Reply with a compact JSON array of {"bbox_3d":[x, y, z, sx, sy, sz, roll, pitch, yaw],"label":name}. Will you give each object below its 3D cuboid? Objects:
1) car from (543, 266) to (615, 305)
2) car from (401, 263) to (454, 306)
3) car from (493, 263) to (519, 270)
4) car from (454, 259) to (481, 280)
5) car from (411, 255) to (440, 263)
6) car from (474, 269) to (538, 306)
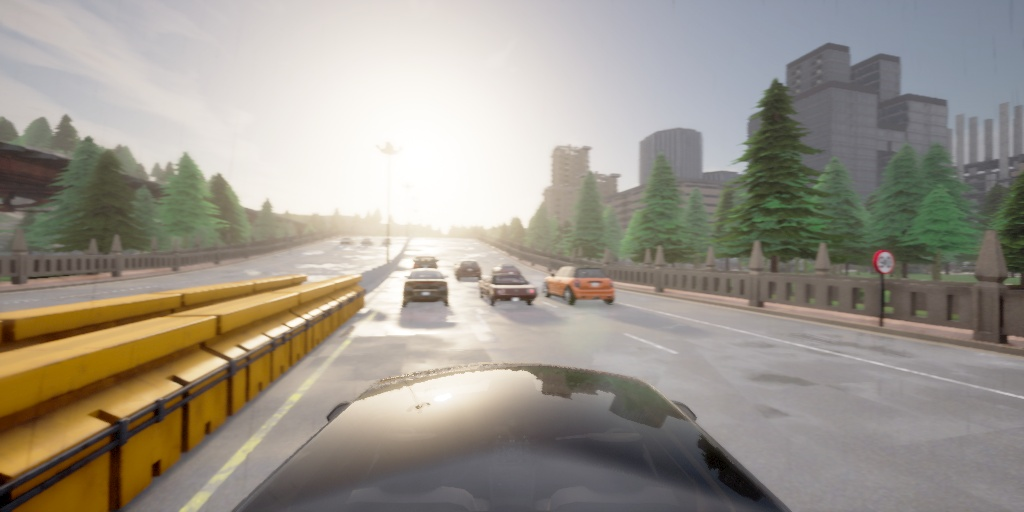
[{"bbox_3d":[3.045,1.258,17.325,2.097,1.767,4.553,1,-1,-13],"label":"car"},{"bbox_3d":[-3.857,1.286,16.092,1.882,1.535,5.008,1,0,-13],"label":"car"},{"bbox_3d":[-0.557,1.320,32.126,1.994,1.385,4.181,1,2,-14],"label":"car"},{"bbox_3d":[-3.906,1.061,31.093,2.097,1.767,4.553,1,2,-14],"label":"car"},{"bbox_3d":[-7.286,0.878,30.187,2.150,2.045,5.566,1,2,-14],"label":"car"},{"bbox_3d":[-0.368,1.458,16.534,1.895,1.301,4.718,1,0,-13],"label":"car"}]
